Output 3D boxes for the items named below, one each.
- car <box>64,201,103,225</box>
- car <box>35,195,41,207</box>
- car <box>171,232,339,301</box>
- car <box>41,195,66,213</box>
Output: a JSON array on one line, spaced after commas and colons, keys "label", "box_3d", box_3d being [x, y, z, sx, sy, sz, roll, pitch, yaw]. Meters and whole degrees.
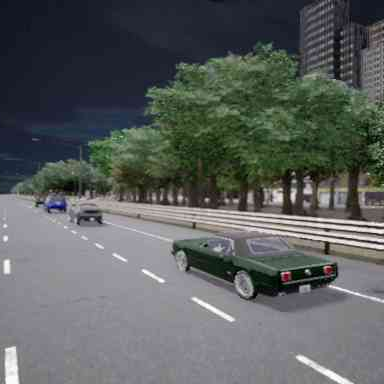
[{"label": "car", "box_3d": [-8.155, 1.660, 25.339, 1.837, 1.490, 4.892, 1, -1, -29]}, {"label": "car", "box_3d": [-25.372, 1.517, 56.450, 2.150, 2.045, 5.566, 0, -1, -25]}, {"label": "car", "box_3d": [1.220, 1.690, 8.712, 1.895, 1.301, 4.718, 1, -1, -29]}, {"label": "car", "box_3d": [-16.564, 1.452, 40.255, 2.150, 2.045, 5.566, 1, -1, -29]}]
